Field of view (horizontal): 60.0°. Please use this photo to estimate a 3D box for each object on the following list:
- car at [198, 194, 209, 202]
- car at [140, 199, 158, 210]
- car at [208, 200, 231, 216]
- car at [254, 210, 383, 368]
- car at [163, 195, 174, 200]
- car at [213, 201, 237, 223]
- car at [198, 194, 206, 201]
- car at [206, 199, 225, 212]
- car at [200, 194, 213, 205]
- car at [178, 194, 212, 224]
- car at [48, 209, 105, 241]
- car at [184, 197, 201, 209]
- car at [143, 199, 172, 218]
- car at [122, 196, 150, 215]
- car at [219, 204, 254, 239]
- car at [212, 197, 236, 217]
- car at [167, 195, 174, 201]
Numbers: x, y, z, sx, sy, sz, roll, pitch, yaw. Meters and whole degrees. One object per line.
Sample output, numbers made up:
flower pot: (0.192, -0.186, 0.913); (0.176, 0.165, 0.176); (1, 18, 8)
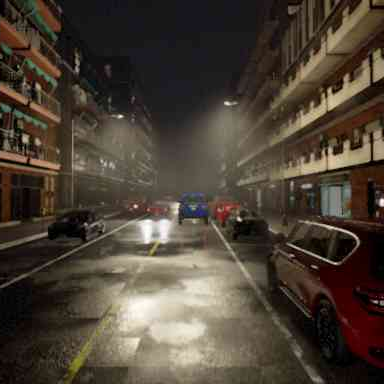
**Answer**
car: (2.681, 1.338, 78.101); (2.192, 1.841, 5.009); (1, 0, 0)
car: (-5.693, 1.591, 44.725); (1.802, 1.307, 4.206); (1, 0, 0)
car: (2.691, 1.557, 33.558); (2.008, 1.369, 4.403); (1, 0, 0)
car: (2.702, 1.316, 5.718); (2.192, 1.841, 5.009); (1, 0, 0)
car: (-5.702, 1.574, 78.132); (2.008, 1.369, 4.403); (1, 0, 0)
car: (2.694, 1.548, 22.422); (1.887, 1.381, 4.507); (1, 0, 0)
car: (2.676, 1.470, 89.238); (1.967, 1.590, 4.097); (1, 0, 0)
car: (2.689, 1.574, 39.126); (1.947, 1.339, 4.313); (1, 0, 0)
car: (2.686, 1.331, 61.398); (2.192, 1.841, 5.009); (1, 0, 0)
car: (0.096, 1.225, 25.122); (2.150, 2.045, 5.566); (0, 0, 0)
car: (-5.685, 1.568, 16.886); (1.947, 1.339, 4.313); (1, 0, 0)
car: (0.087, 1.501, 45.442); (2.128, 1.511, 4.902); (0, 0, 0)
car: (-3.008, 1.607, 30.807); (1.895, 1.301, 4.718); (0, 0, 0)
car: (-5.686, 1.321, 33.589); (2.192, 1.841, 5.009); (1, 0, 0)
car: (2.696, 1.553, 16.854); (2.008, 1.369, 4.403); (1, 0, 0)
car: (2.695, 1.320, 27.989); (2.192, 1.841, 5.009); (1, 0, 0)
car: (-5.705, 1.555, 89.099); (1.752, 1.417, 4.829); (1, 0, 0)
